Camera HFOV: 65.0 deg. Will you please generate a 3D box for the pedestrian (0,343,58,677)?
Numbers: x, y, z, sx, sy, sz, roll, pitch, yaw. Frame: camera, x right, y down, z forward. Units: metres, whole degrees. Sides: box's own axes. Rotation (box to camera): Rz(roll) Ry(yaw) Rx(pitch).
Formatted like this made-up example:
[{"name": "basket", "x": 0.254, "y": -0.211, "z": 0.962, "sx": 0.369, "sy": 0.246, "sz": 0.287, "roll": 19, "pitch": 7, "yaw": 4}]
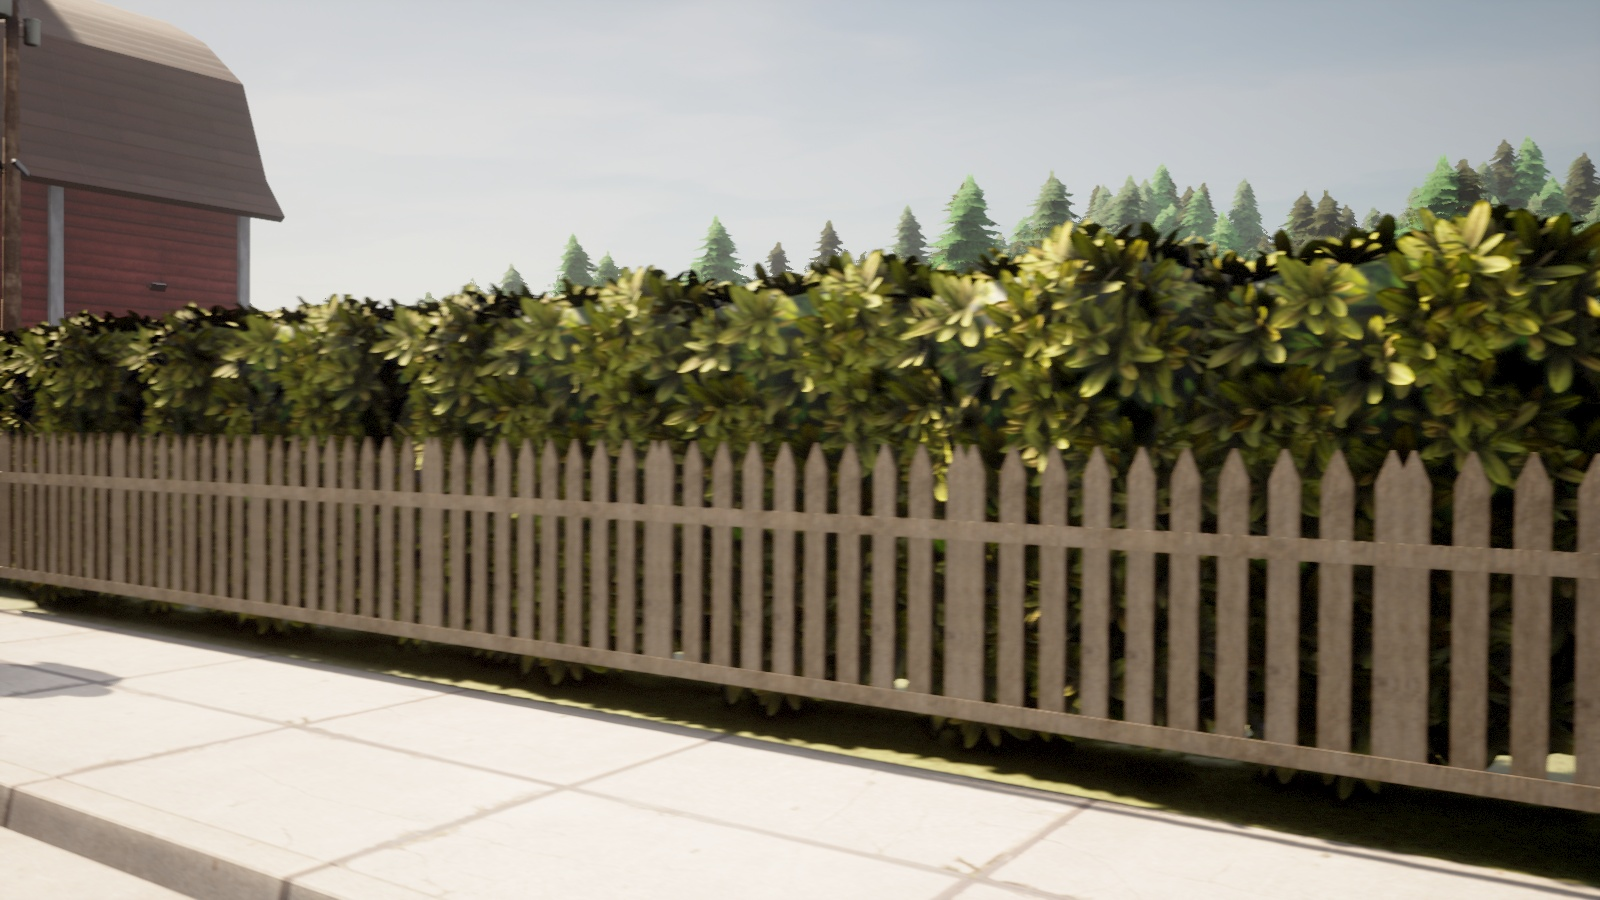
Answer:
[{"name": "pedestrian", "x": -4.898, "y": 0.334, "z": 7.107, "sx": 0.900, "sy": 1.855, "sz": 0.874, "roll": 0, "pitch": 1, "yaw": 34}]
